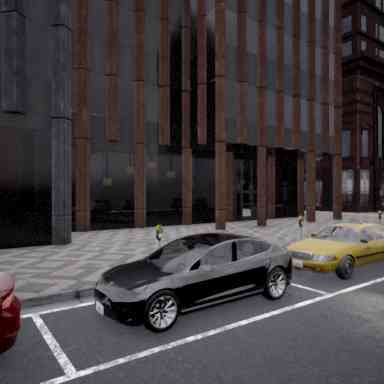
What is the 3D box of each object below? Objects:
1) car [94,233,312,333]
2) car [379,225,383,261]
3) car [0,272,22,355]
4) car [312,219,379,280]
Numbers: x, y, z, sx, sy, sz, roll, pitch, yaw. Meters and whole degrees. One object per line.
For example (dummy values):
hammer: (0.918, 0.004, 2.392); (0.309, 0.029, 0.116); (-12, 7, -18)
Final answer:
car: (0.238, 1.566, 6.811); (4.313, 1.339, 1.947); (0, 0, -35)
car: (6.825, 1.505, 8.222); (4.892, 1.490, 1.837); (0, 0, -35)
car: (-4.357, 1.545, 3.547); (4.507, 1.381, 1.887); (0, 0, -35)
car: (4.695, 1.526, 9.976); (4.829, 1.417, 1.752); (0, 0, -35)
